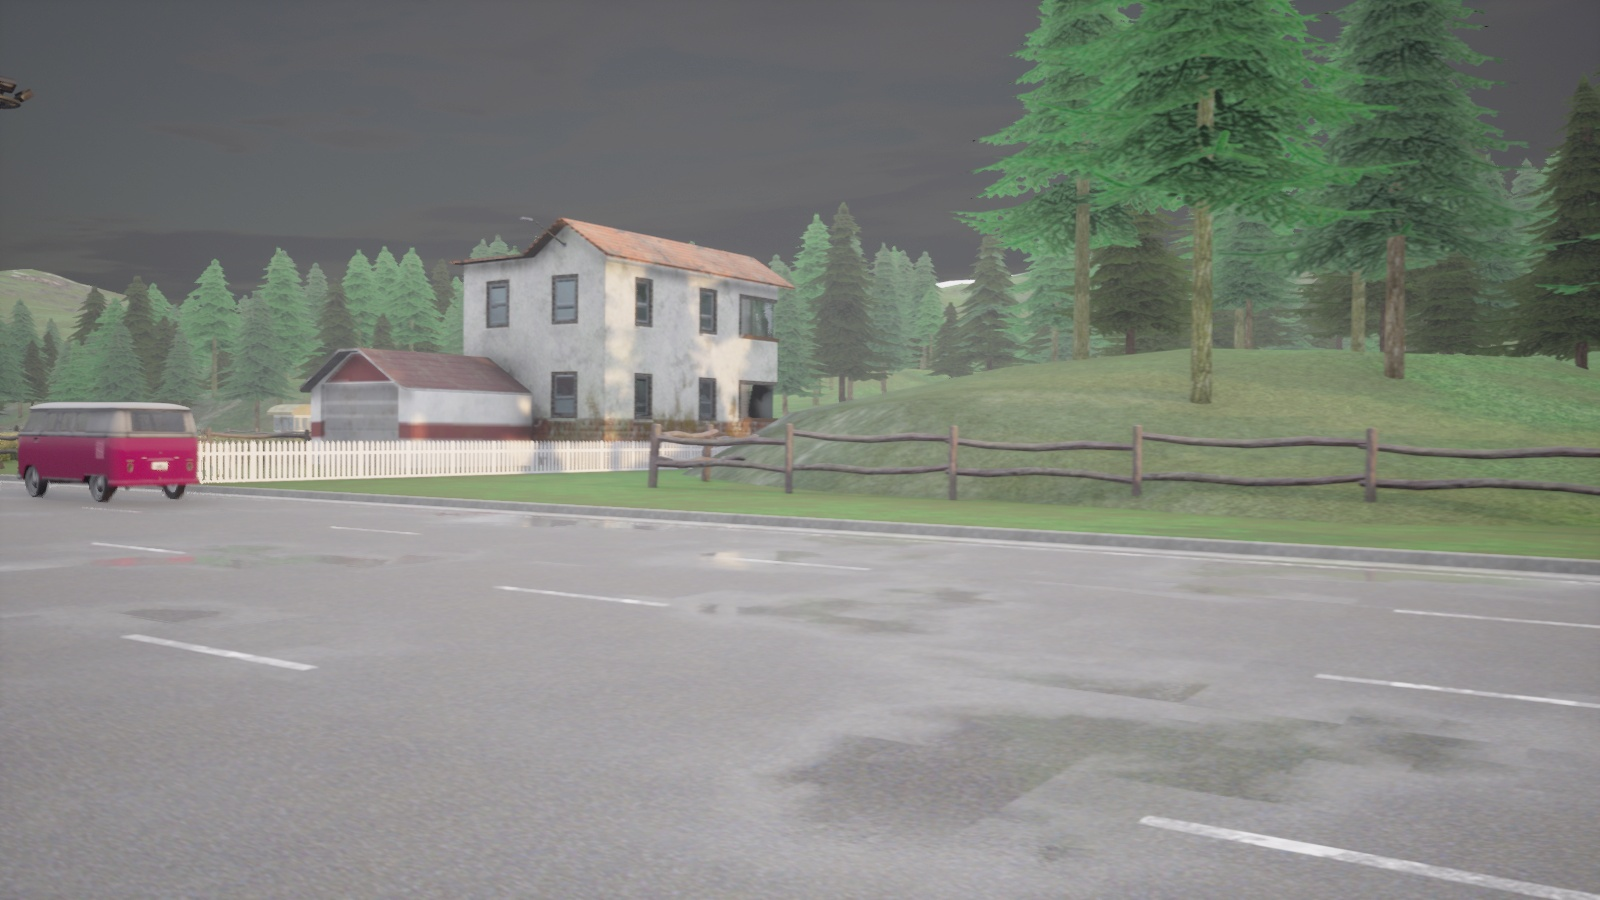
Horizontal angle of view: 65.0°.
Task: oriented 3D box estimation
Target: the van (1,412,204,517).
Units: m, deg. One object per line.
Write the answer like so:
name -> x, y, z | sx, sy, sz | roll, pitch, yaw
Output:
van -> -14.337, 0.263, 25.751 | 4.442, 1.987, 1.775 | 0, 1, 34
